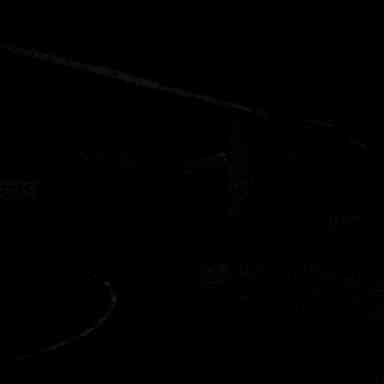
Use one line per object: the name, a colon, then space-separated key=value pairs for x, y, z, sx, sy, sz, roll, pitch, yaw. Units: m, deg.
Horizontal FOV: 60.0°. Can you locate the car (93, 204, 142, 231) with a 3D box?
car: x=-5.138 y=1.649 z=22.711 sx=2.242 sy=1.667 sz=4.611 roll=0 pitch=0 yaw=-33

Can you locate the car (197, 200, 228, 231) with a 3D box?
car: x=1.972 y=1.469 z=22.145 sx=1.905 sy=1.878 sz=3.866 roll=0 pitch=0 yaw=-33
